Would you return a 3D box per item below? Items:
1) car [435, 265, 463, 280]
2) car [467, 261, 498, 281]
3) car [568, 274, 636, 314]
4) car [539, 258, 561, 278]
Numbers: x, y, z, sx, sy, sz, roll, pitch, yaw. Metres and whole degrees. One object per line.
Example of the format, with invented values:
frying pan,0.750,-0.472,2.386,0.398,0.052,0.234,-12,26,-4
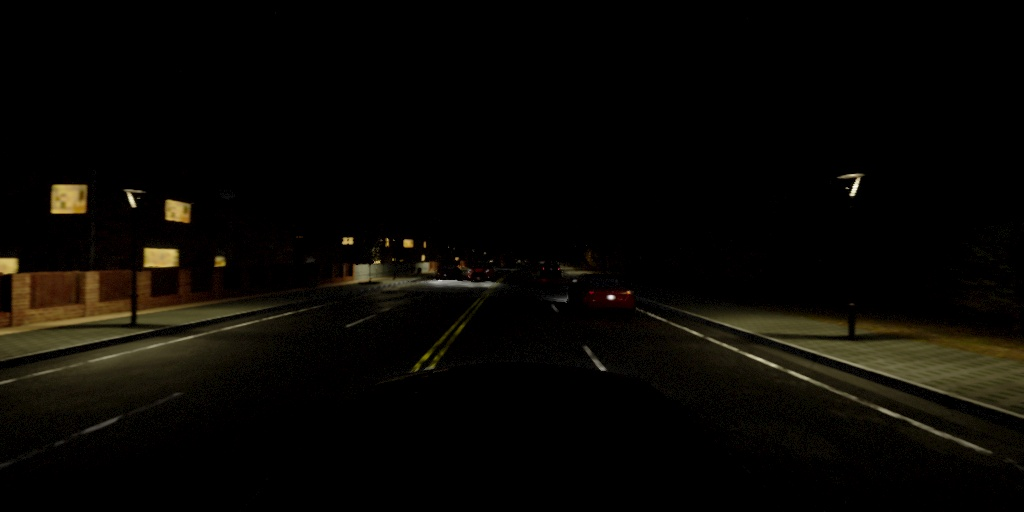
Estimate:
car,-5.987,1.571,34.454,1.994,1.385,4.181,0,0,2
car,-2.793,1.348,32.876,2.097,1.767,4.553,0,0,2
car,3.453,1.417,14.410,1.994,1.385,4.181,0,0,1
car,4.140,1.398,39.065,2.097,1.767,4.553,0,-1,2
